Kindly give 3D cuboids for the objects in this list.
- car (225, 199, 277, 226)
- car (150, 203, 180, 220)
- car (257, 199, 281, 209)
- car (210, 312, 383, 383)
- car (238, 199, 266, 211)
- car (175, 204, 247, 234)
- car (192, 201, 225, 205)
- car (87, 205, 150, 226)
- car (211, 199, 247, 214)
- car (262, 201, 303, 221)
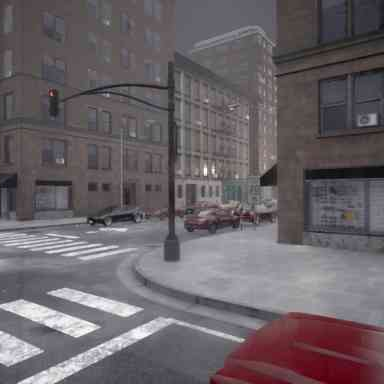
[{"bbox_3d":[4.386,1.412,23.362,1.967,1.590,4.097,0,0,36],"label":"car"},{"bbox_3d":[-2.142,1.605,28.027,1.802,1.307,4.206,0,0,36],"label":"car"},{"bbox_3d":[10.694,1.602,45.983,1.802,1.307,4.206,0,0,36],"label":"car"},{"bbox_3d":[2.381,1.601,1.992,4.718,1.301,1.895,0,0,36],"label":"car"},{"bbox_3d":[7.485,1.600,41.494,1.802,1.307,4.206,0,0,36],"label":"car"},{"bbox_3d":[1.177,1.556,18.872,1.802,1.307,4.206,0,0,36],"label":"car"},{"bbox_3d":[1.067,1.565,32.516,1.887,1.381,4.507,0,0,36],"label":"car"},{"bbox_3d":[-5.352,1.590,23.538,1.947,1.339,4.313,0,0,36],"label":"car"},{"bbox_3d":[4.177,1.545,36.867,1.752,1.417,4.829,0,0,36],"label":"car"},{"bbox_3d":[7.695,1.495,27.990,1.752,1.417,4.829,0,0,36],"label":"car"}]
